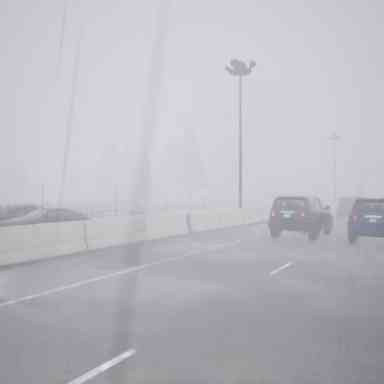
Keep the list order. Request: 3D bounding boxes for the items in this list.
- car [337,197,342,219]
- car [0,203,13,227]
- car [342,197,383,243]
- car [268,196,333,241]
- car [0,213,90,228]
[{"bbox_3d":[15.207,1.481,31.390,2.150,2.045,5.566,0,-1,34],"label":"car"},{"bbox_3d":[-13.786,1.475,20.081,1.837,1.490,4.892,0,0,34],"label":"car"},{"bbox_3d":[8.910,1.292,15.810,2.150,2.045,5.566,0,-1,34],"label":"car"},{"bbox_3d":[5.814,1.273,17.466,2.150,2.045,5.566,0,-2,33],"label":"car"},{"bbox_3d":[-7.400,1.513,17.032,1.812,1.442,4.674,0,0,34],"label":"car"}]
